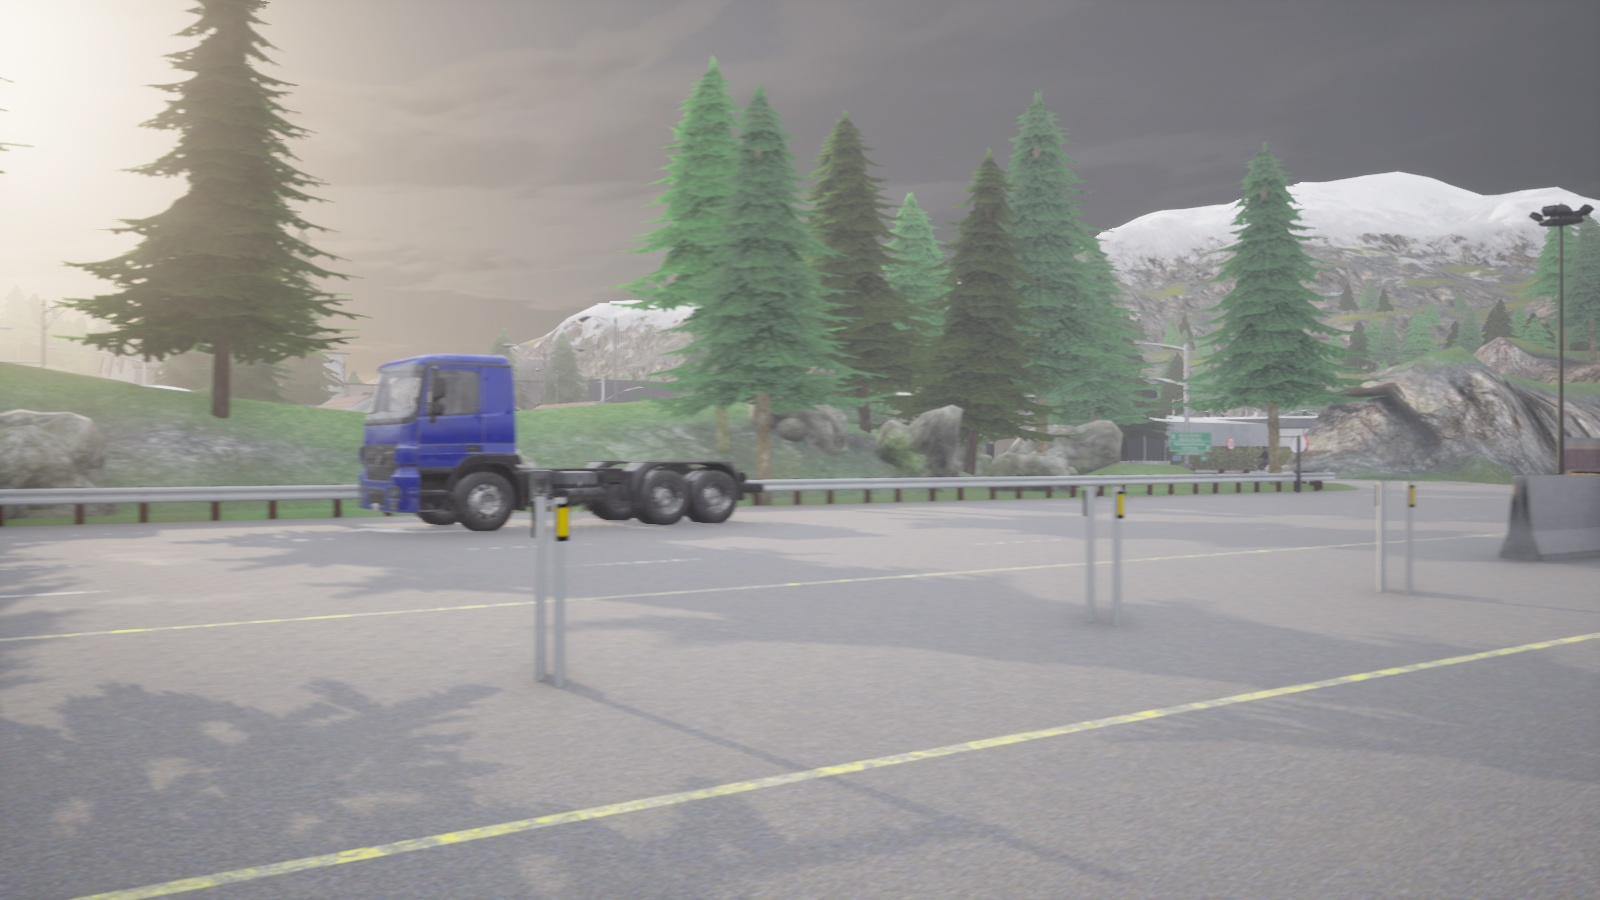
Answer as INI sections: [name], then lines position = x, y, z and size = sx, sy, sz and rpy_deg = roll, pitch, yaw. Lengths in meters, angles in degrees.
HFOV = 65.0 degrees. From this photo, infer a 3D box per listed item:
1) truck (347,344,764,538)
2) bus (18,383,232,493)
[truck]
position = -4.864, -0.163, 25.864
size = 7.936, 3.462, 2.891
rpy_deg = 0, 0, -35
[bus]
position = -28.627, -0.459, 53.030
size = 10.273, 4.253, 3.944
rpy_deg = 0, 0, 36
